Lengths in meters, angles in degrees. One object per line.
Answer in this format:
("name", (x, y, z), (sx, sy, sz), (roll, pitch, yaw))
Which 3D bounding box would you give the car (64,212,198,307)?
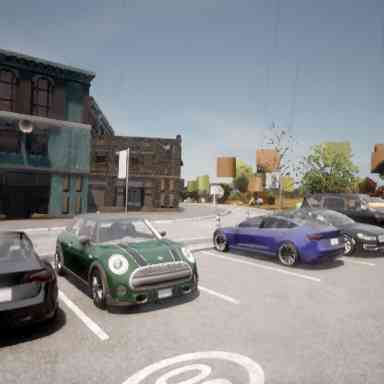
("car", (-1.818, 1.346, 8.187), (2.185, 1.767, 4.553), (0, 0, -36))

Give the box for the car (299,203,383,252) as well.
("car", (5.004, 1.404, 13.023), (2.231, 1.521, 4.892), (-1, 1, -35))

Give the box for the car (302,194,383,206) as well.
("car", (7.291, 1.107, 14.611), (2.435, 2.045, 5.566), (-1, 1, -35))

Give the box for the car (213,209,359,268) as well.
("car", (2.728, 1.467, 11.428), (2.163, 1.488, 4.792), (0, 0, -36))

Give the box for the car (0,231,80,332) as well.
("car", (-4.086, 1.505, 6.567), (2.163, 1.488, 4.792), (0, 0, -36))
